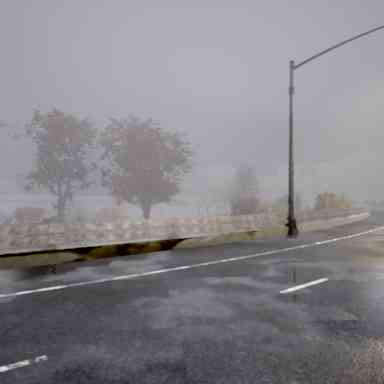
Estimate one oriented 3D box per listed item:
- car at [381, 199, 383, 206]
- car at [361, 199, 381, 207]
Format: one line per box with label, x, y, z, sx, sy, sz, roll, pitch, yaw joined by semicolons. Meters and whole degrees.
car;41.955;2.341;71.832;2.097;1.767;4.553;0;-1;9
car;38.511;2.319;72.459;2.097;1.767;4.553;0;-1;9
